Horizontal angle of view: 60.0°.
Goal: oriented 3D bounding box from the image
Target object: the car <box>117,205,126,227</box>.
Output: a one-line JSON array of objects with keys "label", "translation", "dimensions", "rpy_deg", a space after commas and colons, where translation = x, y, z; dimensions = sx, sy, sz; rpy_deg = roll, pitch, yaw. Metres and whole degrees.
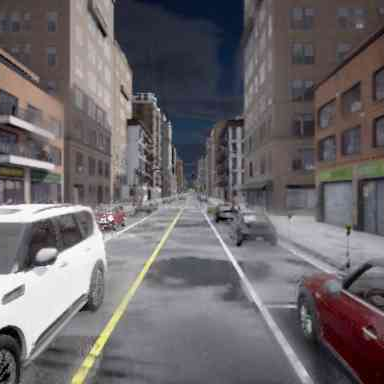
[{"label": "car", "translation": [-5.385, 1.512, 20.830], "dimensions": [1.967, 1.590, 4.097], "rpy_deg": [0, 0, 0]}]

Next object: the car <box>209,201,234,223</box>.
[{"label": "car", "translation": [2.640, 1.657, 26.514], "dimensions": [1.947, 1.339, 4.313], "rpy_deg": [0, 0, 0]}]

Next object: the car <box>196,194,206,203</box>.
[{"label": "car", "translation": [2.646, 1.800, 75.839], "dimensions": [2.008, 1.369, 4.403], "rpy_deg": [0, 0, 0]}]

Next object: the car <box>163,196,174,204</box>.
[{"label": "car", "translation": [-5.383, 1.783, 70.432], "dimensions": [2.008, 1.369, 4.403], "rpy_deg": [0, 0, 0]}]

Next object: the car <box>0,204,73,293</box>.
[{"label": "car", "translation": [-5.386, 1.348, 9.467], "dimensions": [2.192, 1.841, 5.009], "rpy_deg": [0, 0, 0]}]

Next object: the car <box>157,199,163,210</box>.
[{"label": "car", "translation": [-5.383, 1.698, 43.557], "dimensions": [2.008, 1.369, 4.403], "rpy_deg": [0, 0, 0]}]

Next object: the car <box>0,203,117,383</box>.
[{"label": "car", "translation": [-2.849, 1.238, 4.819], "dimensions": [2.150, 2.045, 5.566], "rpy_deg": [0, 0, 0]}]

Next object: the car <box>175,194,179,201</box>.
[{"label": "car", "translation": [-5.402, 1.741, 92.058], "dimensions": [1.967, 1.590, 4.097], "rpy_deg": [0, 0, 0]}]

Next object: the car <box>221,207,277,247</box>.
[{"label": "car", "translation": [2.639, 1.603, 15.151], "dimensions": [2.008, 1.369, 4.403], "rpy_deg": [0, 0, 0]}]

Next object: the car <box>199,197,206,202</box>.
[{"label": "car", "translation": [2.650, 1.866, 86.651], "dimensions": [1.802, 1.307, 4.206], "rpy_deg": [0, 0, 0]}]

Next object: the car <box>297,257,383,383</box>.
[{"label": "car", "translation": [2.638, 1.454, 3.789], "dimensions": [1.967, 1.590, 4.097], "rpy_deg": [0, 0, 0]}]

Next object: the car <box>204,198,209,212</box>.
[{"label": "car", "translation": [2.641, 1.655, 38.046], "dimensions": [1.752, 1.417, 4.829], "rpy_deg": [0, 0, 0]}]

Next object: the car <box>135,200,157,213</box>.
[{"label": "car", "translation": [-5.384, 1.711, 37.875], "dimensions": [1.802, 1.307, 4.206], "rpy_deg": [0, 0, 0]}]
